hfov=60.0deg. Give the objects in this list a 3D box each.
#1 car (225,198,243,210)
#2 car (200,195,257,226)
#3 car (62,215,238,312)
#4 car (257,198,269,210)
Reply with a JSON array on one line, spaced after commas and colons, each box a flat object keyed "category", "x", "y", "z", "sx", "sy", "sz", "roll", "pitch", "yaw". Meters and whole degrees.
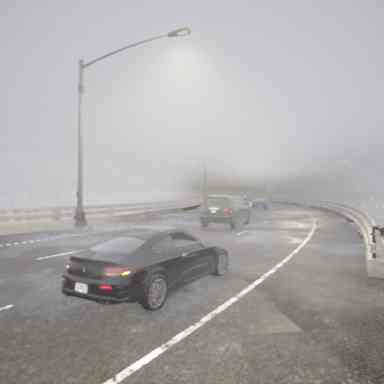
[{"category": "car", "x": 5.614, "y": 1.542, "z": 44.388, "sx": 2.033, "sy": 1.411, "sz": 5.357, "roll": 1, "pitch": 0, "yaw": 11}, {"category": "car", "x": 2.326, "y": 1.213, "z": 21.635, "sx": 2.150, "sy": 2.045, "sz": 5.566, "roll": 1, "pitch": 0, "yaw": 24}, {"category": "car", "x": -0.758, "y": 1.500, "z": 7.763, "sx": 1.812, "sy": 1.442, "sz": 4.674, "roll": 1, "pitch": 0, "yaw": 30}, {"category": "car", "x": 8.817, "y": 1.509, "z": 42.837, "sx": 1.882, "sy": 1.535, "sz": 5.008, "roll": 1, "pitch": 0, "yaw": 12}]
